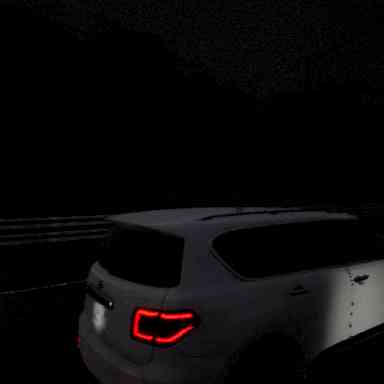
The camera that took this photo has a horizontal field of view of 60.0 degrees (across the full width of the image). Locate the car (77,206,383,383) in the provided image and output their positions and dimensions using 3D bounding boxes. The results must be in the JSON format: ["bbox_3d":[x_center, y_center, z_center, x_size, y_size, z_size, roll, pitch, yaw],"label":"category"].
[{"bbox_3d":[1.306,1.219,4.707,5.566,2.045,2.150,0,0,-35],"label":"car"}]
